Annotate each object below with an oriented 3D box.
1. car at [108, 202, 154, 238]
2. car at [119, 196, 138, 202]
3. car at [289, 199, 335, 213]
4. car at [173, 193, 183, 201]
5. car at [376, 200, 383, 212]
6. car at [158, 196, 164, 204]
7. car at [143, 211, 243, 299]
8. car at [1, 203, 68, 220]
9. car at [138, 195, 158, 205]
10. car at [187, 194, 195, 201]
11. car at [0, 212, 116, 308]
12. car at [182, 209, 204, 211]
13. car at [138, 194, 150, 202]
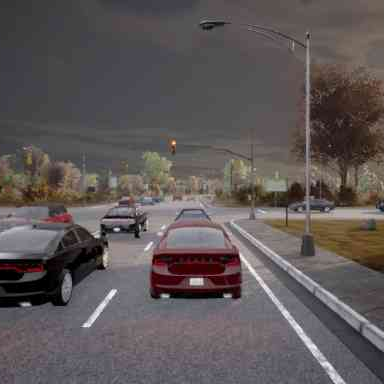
[{"bbox_3d":[-3.445,1.491,17.527,2.128,1.511,4.902,0,0,-1],"label":"car"},{"bbox_3d":[-10.753,1.477,54.957,1.882,1.535,5.008,0,0,0],"label":"car"},{"bbox_3d":[13.267,1.505,36.912,4.892,1.490,1.837,0,0,3],"label":"car"},{"bbox_3d":[-3.761,1.217,85.344,2.150,2.045,5.566,0,0,0],"label":"car"},{"bbox_3d":[23.265,1.212,36.401,5.566,2.045,2.150,0,0,3],"label":"car"},{"bbox_3d":[-7.237,1.547,65.168,2.033,1.411,5.357,0,0,0],"label":"car"},{"bbox_3d":[0.076,1.478,8.518,1.882,1.535,5.008,0,0,0],"label":"car"},{"bbox_3d":[-7.145,1.352,15.354,2.097,1.767,4.553,0,0,0],"label":"car"},{"bbox_3d":[-7.259,1.525,55.347,1.812,1.442,4.674,0,0,0],"label":"car"},{"bbox_3d":[-0.262,1.348,85.711,2.097,1.767,4.553,0,0,0],"label":"car"},{"bbox_3d":[-3.422,1.478,8.041,1.882,1.535,5.008,0,0,0],"label":"car"},{"bbox_3d":[0.049,1.564,17.507,1.994,1.385,4.181,0,0,0],"label":"car"},{"bbox_3d":[-10.731,1.355,74.445,2.097,1.767,4.553,0,0,0],"label":"car"}]
